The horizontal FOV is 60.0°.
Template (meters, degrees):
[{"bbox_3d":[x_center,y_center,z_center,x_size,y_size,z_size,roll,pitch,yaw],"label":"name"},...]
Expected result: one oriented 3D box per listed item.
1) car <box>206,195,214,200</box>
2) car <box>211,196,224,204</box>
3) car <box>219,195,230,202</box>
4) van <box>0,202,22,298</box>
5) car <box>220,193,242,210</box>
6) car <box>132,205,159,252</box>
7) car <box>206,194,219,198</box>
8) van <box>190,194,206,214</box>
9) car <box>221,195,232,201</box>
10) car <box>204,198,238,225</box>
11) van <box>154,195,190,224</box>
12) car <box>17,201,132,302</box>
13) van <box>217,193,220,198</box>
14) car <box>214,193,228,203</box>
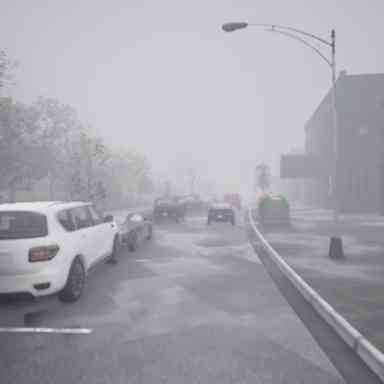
[{"bbox_3d":[1.125,1.517,41.411,2.163,1.488,4.792,-1,1,8],"label":"car"},{"bbox_3d":[4.978,1.538,63.241,2.002,1.452,4.674,0,0,10],"label":"car"},{"bbox_3d":[7.867,1.480,79.617,2.097,1.535,5.008,0,0,12],"label":"car"},{"bbox_3d":[-3.652,1.248,2.959,1.878,1.987,4.442,-1,1,0],"label":"van"},{"bbox_3d":[5.178,1.214,42.736,2.150,2.045,5.566,0,0,10],"label":"car"},{"bbox_3d":[-2.944,1.528,14.000,2.002,1.452,4.674,-1,1,5],"label":"car"},{"bbox_3d":[2.083,1.485,46.838,2.231,1.521,4.892,-1,1,8],"label":"car"},{"bbox_3d":[-0.005,1.264,34.997,1.878,1.987,4.442,-1,1,8],"label":"van"},{"bbox_3d":[8.831,1.495,85.081,2.097,1.535,5.008,0,0,12],"label":"car"},{"bbox_3d":[2.220,1.480,24.536,1.882,1.535,5.008,0,0,8],"label":"car"},{"bbox_3d":[-1.584,1.266,25.171,1.878,1.987,4.442,-1,1,8],"label":"van"},{"bbox_3d":[-3.398,1.231,8.456,2.435,2.045,5.566,-1,1,1],"label":"car"},{"bbox_3d":[3.075,1.278,52.436,1.878,1.987,4.442,0,0,12],"label":"van"},{"bbox_3d":[6.148,1.258,69.883,2.435,2.045,5.566,0,0,11],"label":"car"}]
